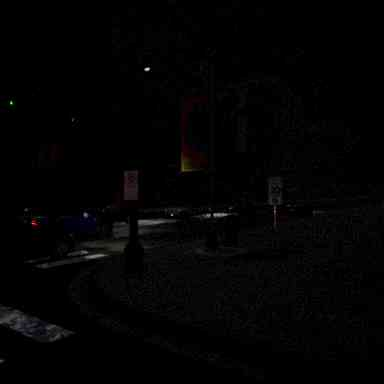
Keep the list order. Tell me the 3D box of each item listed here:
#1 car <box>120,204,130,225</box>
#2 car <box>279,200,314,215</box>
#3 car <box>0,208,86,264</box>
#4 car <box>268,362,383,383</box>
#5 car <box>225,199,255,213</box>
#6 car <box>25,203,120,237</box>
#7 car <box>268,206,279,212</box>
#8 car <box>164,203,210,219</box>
[{"bbox_3d":[-5.767,1.512,22.325,2.128,1.511,4.902,0,0,36],"label":"car"},{"bbox_3d":[11.276,1.559,34.838,2.128,1.511,4.902,0,0,35],"label":"car"},{"bbox_3d":[-6.064,1.489,10.310,1.882,1.535,5.008,0,0,35],"label":"car"},{"bbox_3d":[2.209,1.551,1.270,4.403,1.369,2.008,0,0,36],"label":"car"},{"bbox_3d":[5.620,1.549,38.424,2.128,1.511,4.902,0,0,35],"label":"car"},{"bbox_3d":[-6.045,1.368,15.962,2.097,1.767,4.553,0,0,35],"label":"car"},{"bbox_3d":[10.541,1.596,39.428,1.812,1.442,4.674,0,0,35],"label":"car"},{"bbox_3d":[-0.408,1.638,29.932,1.895,1.301,4.718,0,0,36],"label":"car"}]
